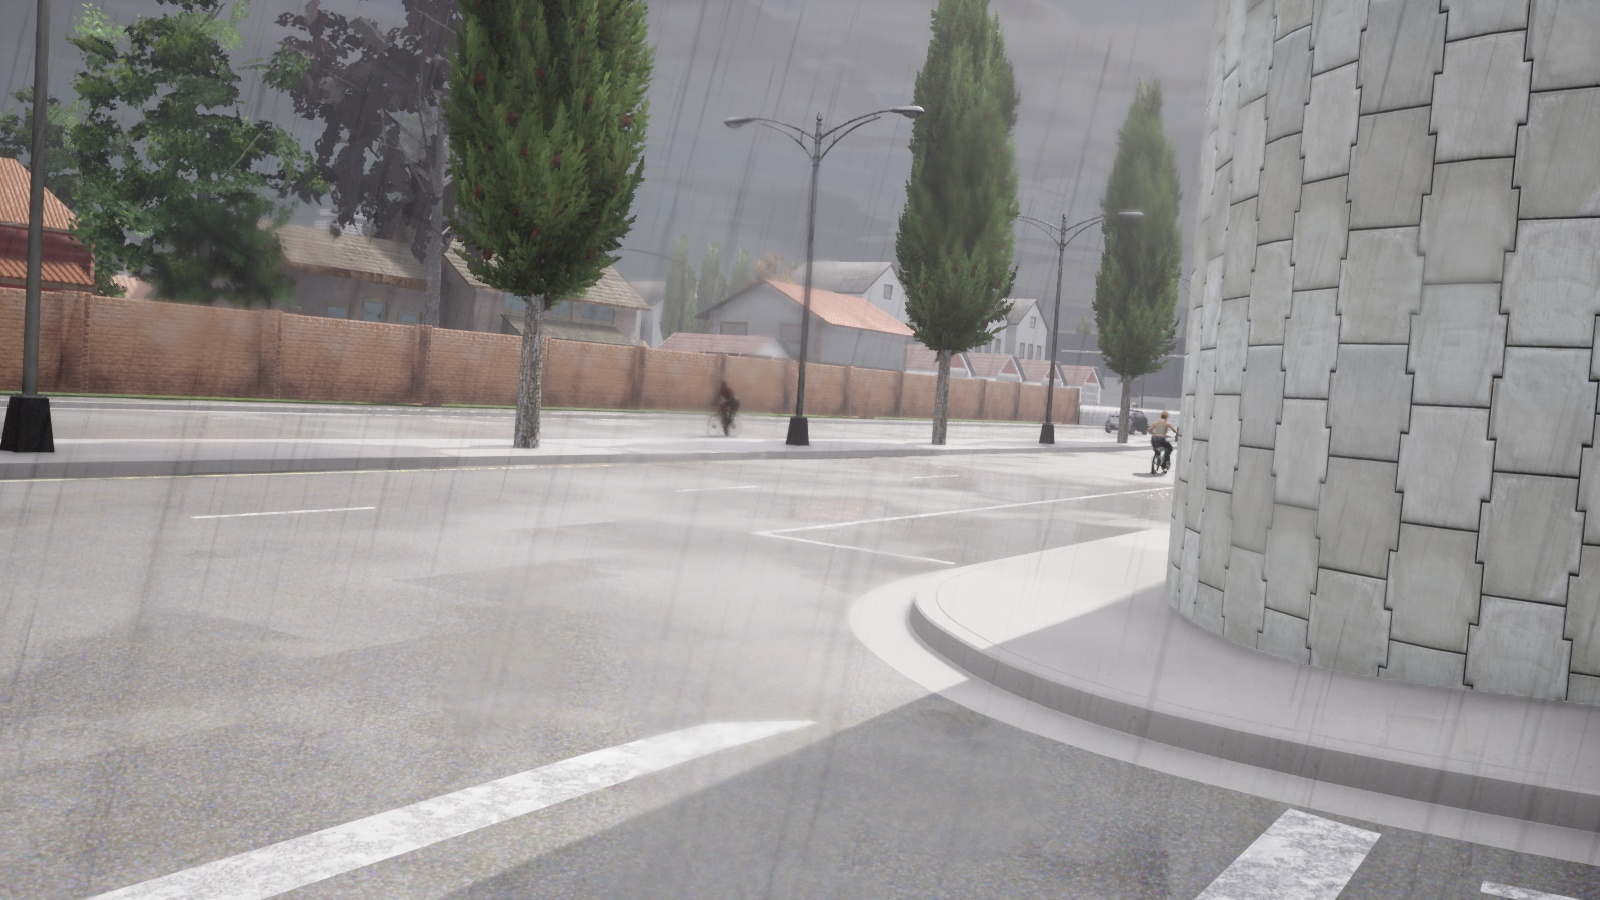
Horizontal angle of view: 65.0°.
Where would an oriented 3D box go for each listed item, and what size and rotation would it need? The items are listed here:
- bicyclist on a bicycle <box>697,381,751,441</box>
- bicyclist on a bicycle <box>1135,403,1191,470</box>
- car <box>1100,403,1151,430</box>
[{"bbox_3d":[-2.138,-1.088,35.370,0.582,1.620,1.656,5,4,33],"label":"bicyclist on a bicycle"},{"bbox_3d":[9.211,-0.349,31.825,0.866,1.612,1.509,5,4,33],"label":"bicyclist on a bicycle"},{"bbox_3d":[19.683,-2.042,75.880,1.845,1.501,3.633,5,4,33],"label":"car"}]
